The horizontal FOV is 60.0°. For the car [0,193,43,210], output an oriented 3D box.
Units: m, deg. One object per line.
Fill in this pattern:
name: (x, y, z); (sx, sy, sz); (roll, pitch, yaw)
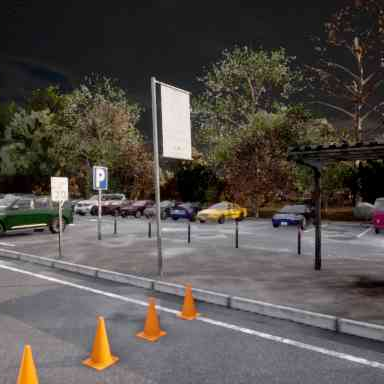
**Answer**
car: (-22.567, 1.152, 42.855); (2.435, 2.045, 5.566); (0, 0, 35)

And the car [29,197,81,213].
car: (-15.629, 1.443, 38.244); (1.946, 1.575, 5.366); (0, 0, 35)

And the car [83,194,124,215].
car: (-8.934, 1.211, 33.282); (2.435, 2.045, 5.566); (0, 0, 35)

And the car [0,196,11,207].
car: (-29.260, 1.331, 47.818); (1.946, 1.575, 5.366); (1, 0, 35)

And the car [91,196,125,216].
car: (-6.643, 1.465, 31.715); (2.097, 1.535, 5.008); (0, 0, 35)

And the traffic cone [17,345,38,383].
traffic cone: (-1.781, 1.957, 3.595); (0.340, 0.580, 0.340); (0, 0, 35)

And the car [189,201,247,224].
car: (2.333, 1.474, 25.179); (1.946, 1.575, 5.366); (0, 0, 35)

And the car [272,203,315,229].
car: (6.966, 1.513, 22.117); (2.163, 1.488, 4.792); (0, 0, 35)

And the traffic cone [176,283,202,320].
traffic cone: (-0.057, 1.957, 6.044); (0.340, 0.580, 0.340); (0, 0, 36)

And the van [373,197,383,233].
van: (11.592, 1.264, 19.046); (1.878, 1.987, 4.442); (0, 0, 35)

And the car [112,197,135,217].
car: (-4.372, 1.468, 30.120); (2.097, 1.535, 5.008); (0, 0, 35)

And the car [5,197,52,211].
car: (-20.265, 1.451, 41.309); (2.163, 1.488, 4.792); (0, 0, 35)

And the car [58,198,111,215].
car: (-11.192, 1.461, 34.896); (2.231, 1.521, 4.892); (0, 0, 35)

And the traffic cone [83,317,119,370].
traffic cone: (-1.206, 1.957, 4.412); (0.340, 0.580, 0.340); (0, 0, 35)

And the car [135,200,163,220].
car: (-2.099, 1.473, 28.526); (2.231, 1.521, 4.892); (0, 0, 35)

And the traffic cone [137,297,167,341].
traffic cone: (-0.631, 1.957, 5.229); (0.340, 0.580, 0.340); (0, 0, 35)

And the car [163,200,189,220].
car: (0.185, 1.504, 26.950); (2.163, 1.488, 4.792); (0, 0, 35)

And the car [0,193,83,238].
car: (-8.924, 1.220, 17.293); (2.435, 2.045, 5.566); (0, 0, 35)

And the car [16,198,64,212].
car: (-18.020, 1.468, 39.662); (2.163, 1.488, 4.792); (0, 0, 35)

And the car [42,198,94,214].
car: (-13.465, 1.454, 36.492); (2.097, 1.535, 5.008); (0, 0, 35)
